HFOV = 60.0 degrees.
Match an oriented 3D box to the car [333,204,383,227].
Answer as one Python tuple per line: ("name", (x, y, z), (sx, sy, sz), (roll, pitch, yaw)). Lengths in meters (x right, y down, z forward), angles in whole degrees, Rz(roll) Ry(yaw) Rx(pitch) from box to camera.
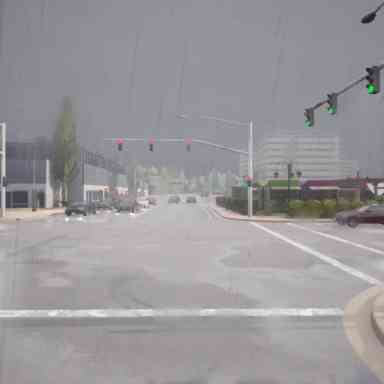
("car", (11.762, 1.526, 21.899), (4.674, 1.442, 1.812), (0, 0, 1))

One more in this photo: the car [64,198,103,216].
("car", (-10.665, 1.547, 32.557), (2.033, 1.411, 5.357), (0, 0, 0))

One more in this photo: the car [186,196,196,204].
("car", (-0.129, 1.491, 64.543), (2.128, 1.511, 4.902), (0, 0, 0))

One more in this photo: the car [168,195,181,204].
("car", (-3.629, 1.547, 64.536), (2.033, 1.411, 5.357), (0, 0, 0))

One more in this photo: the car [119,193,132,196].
("car", (-10.697, 1.221, 52.717), (2.150, 2.045, 5.566), (0, 0, 0))

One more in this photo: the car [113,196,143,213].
("car", (-7.175, 1.505, 37.651), (1.837, 1.490, 4.892), (0, 0, 0))

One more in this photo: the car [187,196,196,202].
("car", (-0.149, 1.468, 74.848), (1.895, 1.301, 4.718), (0, 0, 0))

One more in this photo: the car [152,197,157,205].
("car", (-7.195, 1.564, 56.797), (1.994, 1.385, 4.181), (0, 0, 0))

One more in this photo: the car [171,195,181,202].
("car", (-3.649, 1.425, 74.809), (1.994, 1.385, 4.181), (0, 0, 0))

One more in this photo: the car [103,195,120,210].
("car", (-10.683, 1.505, 42.113), (1.837, 1.490, 4.892), (0, 0, 0))

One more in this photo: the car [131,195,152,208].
("car", (-7.187, 1.526, 46.837), (1.812, 1.442, 4.674), (0, 0, 0))
